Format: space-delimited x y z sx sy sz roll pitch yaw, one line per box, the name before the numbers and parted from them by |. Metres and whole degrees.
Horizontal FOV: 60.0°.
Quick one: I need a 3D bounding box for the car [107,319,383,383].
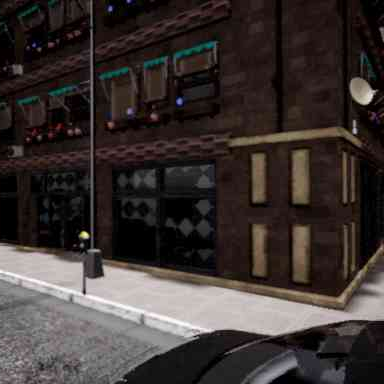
car | 1.223 1.566 2.012 4.313 1.339 1.947 0 0 35
